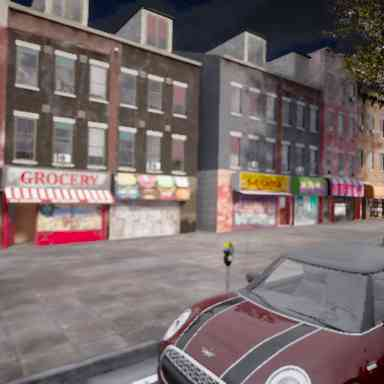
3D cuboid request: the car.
[{"bbox_3d":[1.618,1.440,3.936,4.097,1.590,1.967,0,2,-35],"label":"car"}]
